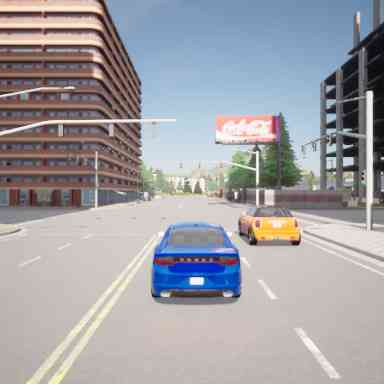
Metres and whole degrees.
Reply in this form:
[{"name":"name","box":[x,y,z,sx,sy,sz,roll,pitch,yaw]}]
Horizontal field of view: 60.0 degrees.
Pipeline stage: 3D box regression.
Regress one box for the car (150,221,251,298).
[{"name":"car","box":[0.085,1.486,8.600,1.882,1.535,5.008,0,0,0]}]

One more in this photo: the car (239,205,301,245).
[{"name":"car","box":[3.472,1.368,15.689,2.097,1.767,4.553,0,0,0]}]
